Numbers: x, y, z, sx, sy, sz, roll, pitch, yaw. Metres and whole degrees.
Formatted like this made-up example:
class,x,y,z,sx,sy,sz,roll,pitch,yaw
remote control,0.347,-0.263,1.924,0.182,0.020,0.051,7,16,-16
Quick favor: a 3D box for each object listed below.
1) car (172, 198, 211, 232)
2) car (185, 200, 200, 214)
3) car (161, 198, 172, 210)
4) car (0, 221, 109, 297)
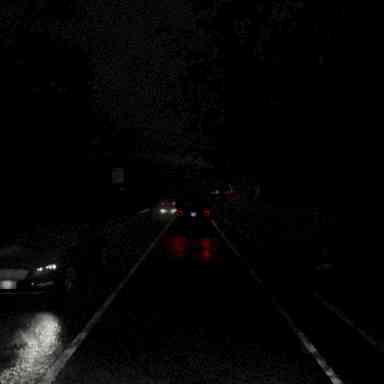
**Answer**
class,x,y,z,sx,sy,sz,roll,pitch,yaw
car,0.085,1.409,21.740,2.150,2.045,5.566,0,0,0
car,0.068,1.822,42.762,1.801,1.575,5.366,0,0,0
car,-3.541,1.794,52.071,2.097,1.767,4.553,0,0,1
car,-3.607,1.570,8.953,2.128,1.511,4.902,0,-1,0
